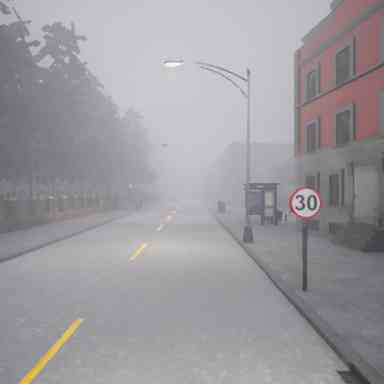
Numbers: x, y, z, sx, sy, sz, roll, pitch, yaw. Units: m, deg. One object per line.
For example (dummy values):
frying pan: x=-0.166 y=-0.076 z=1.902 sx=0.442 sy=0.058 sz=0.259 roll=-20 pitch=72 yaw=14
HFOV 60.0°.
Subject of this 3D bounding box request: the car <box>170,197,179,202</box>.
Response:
car: x=-4.036 y=1.767 z=75.908 sx=1.895 sy=1.301 sz=4.718 roll=0 pitch=0 yaw=0
